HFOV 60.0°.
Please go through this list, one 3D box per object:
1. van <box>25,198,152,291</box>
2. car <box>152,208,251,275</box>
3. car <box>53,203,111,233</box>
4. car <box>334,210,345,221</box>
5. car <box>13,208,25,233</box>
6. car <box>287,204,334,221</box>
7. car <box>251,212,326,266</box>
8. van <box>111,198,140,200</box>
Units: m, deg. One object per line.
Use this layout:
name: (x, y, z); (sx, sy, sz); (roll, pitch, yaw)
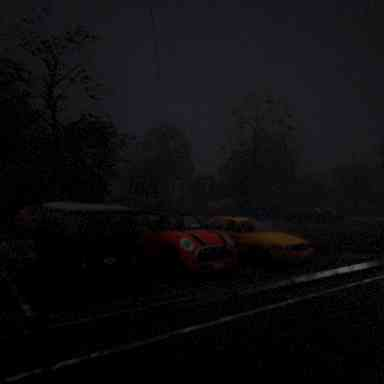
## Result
van: (-3.097, 1.275, 9.208); (1.878, 1.987, 4.442); (1, -1, -36)
car: (-0.586, 1.421, 10.915); (2.185, 1.767, 4.553); (1, -1, -36)
car: (-7.232, 1.559, 21.438); (1.946, 1.575, 5.366); (1, -1, -36)
car: (14.559, 2.216, 36.957); (2.185, 1.767, 4.553); (3, -1, -36)
car: (-9.390, 1.514, 19.881); (1.946, 1.575, 5.366); (1, -1, -36)
car: (12.012, 2.268, 35.063); (2.002, 1.452, 4.674); (3, -2, -36)
car: (1.904, 1.599, 12.446); (1.946, 1.575, 5.366); (1, -1, -36)
van: (-4.787, 1.389, 22.831); (1.878, 1.987, 4.442); (1, -1, -36)
